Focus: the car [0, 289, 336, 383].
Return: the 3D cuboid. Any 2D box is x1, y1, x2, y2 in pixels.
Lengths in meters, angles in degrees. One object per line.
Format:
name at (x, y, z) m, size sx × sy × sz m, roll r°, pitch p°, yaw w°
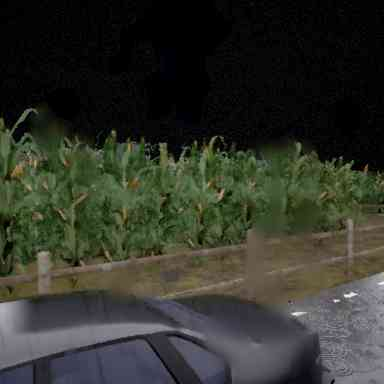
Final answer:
car at (-1.262, 1.546, 2.168) m, size 5.357 × 1.411 × 2.033 m, roll -1°, pitch 0°, yaw -36°
